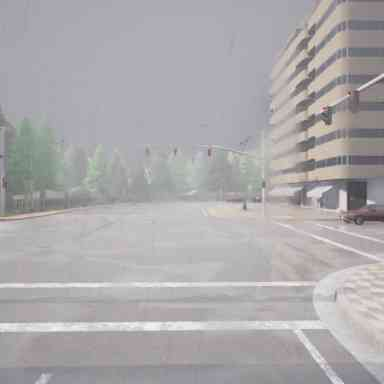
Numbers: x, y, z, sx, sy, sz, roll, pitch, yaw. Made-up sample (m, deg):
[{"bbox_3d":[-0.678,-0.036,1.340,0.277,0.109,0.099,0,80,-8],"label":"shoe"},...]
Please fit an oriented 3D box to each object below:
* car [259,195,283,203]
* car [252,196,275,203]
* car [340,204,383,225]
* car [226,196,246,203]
[{"bbox_3d":[17.571,1.525,73.656,4.902,1.511,2.128,0,0,-23],"label":"car"},{"bbox_3d":[14.256,1.525,67.777,4.674,1.442,1.812,0,0,-34],"label":"car"},{"bbox_3d":[13.186,1.581,24.031,4.674,1.442,1.812,0,0,-1],"label":"car"},{"bbox_3d":[9.036,1.491,67.674,4.902,1.511,2.128,0,0,-42],"label":"car"}]
